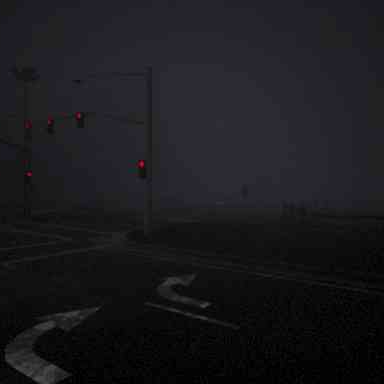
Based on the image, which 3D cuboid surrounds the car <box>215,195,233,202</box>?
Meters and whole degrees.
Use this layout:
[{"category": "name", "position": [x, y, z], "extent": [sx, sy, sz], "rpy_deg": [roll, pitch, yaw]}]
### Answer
[{"category": "car", "position": [6.661, 1.386, 69.072], "extent": [1.837, 1.490, 4.892], "rpy_deg": [0, 0, 36]}]

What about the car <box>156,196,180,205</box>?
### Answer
[{"category": "car", "position": [-3.912, 1.334, 54.233], "extent": [2.128, 1.511, 4.902], "rpy_deg": [0, 1, 35]}]

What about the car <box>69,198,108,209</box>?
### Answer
[{"category": "car", "position": [-12.865, 1.448, 41.411], "extent": [1.895, 1.301, 4.718], "rpy_deg": [0, 0, 35]}]
